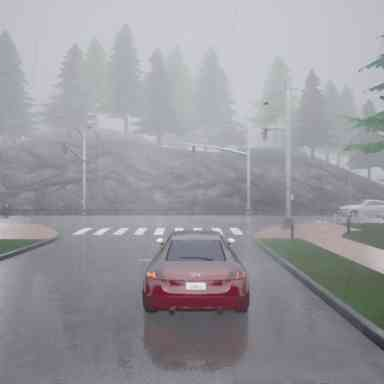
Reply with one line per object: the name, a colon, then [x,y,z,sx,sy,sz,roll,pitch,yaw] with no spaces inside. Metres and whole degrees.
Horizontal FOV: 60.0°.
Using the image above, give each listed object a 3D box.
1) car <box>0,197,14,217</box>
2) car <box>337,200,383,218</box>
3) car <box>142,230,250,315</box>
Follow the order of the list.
car: [-17.263,1.187,27.233,4.553,1.767,2.097,0,0,0]
car: [14.374,1.361,27.170,4.674,1.442,1.812,0,0,0]
car: [0.084,1.563,7.648,1.994,1.385,4.181,0,0,0]
